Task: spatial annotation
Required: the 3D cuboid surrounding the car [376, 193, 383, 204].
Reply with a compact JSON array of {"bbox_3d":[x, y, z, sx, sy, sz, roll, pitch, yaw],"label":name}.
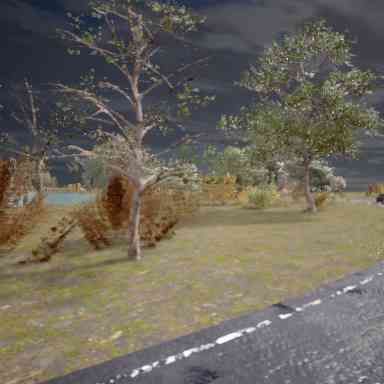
[{"bbox_3d":[30.230,1.003,51.262,2.097,1.767,4.553,0,1,9],"label":"car"}]
